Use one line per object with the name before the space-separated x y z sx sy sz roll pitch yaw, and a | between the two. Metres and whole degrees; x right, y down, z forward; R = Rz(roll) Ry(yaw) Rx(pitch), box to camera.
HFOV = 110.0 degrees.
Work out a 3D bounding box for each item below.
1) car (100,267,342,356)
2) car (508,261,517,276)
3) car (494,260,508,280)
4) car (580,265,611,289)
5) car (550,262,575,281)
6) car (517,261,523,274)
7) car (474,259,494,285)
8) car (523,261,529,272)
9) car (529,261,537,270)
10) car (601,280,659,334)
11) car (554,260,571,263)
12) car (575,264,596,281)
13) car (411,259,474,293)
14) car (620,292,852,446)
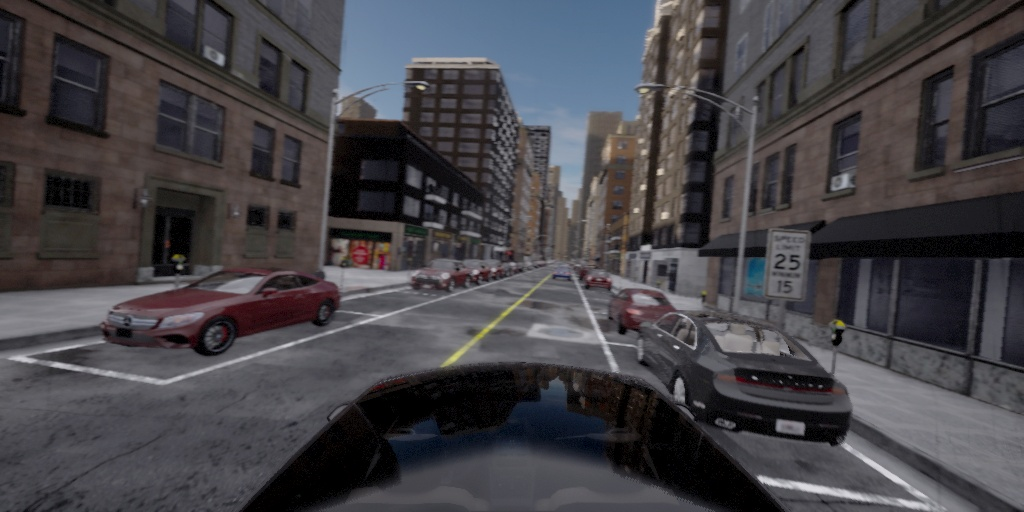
car | -5.212 0.877 7.151 1.802 1.307 4.207 0 0 9
car | -1.051 1.212 34.486 1.948 1.339 4.313 0 0 9
car | -1.883 1.015 29.019 1.967 1.591 4.097 0 0 9
car | 6.516 1.742 27.753 1.967 1.591 4.097 0 0 9
car | 5.235 1.735 37.482 2.033 1.411 5.357 5 0 9
car | -0.218 1.300 39.953 1.802 1.307 4.207 0 0 9
car | -2.715 0.945 23.552 1.967 1.591 4.097 0 0 9
car | 0.614 1.355 45.421 1.948 1.339 4.313 0 0 9
car | 2.278 1.483 56.355 2.007 1.370 4.403 0 0 9
car | 4.020 1.673 11.355 1.802 1.307 4.207 0 0 9
car | 7.285 1.841 50.950 1.882 1.535 5.008 5 0 9
car | 8.181 1.759 38.684 2.192 1.841 5.009 0 0 9
car | -3.547 0.874 18.085 1.967 1.591 4.097 0 0 9
car | 3.188 1.572 5.890 2.007 1.370 4.403 0 0 9
